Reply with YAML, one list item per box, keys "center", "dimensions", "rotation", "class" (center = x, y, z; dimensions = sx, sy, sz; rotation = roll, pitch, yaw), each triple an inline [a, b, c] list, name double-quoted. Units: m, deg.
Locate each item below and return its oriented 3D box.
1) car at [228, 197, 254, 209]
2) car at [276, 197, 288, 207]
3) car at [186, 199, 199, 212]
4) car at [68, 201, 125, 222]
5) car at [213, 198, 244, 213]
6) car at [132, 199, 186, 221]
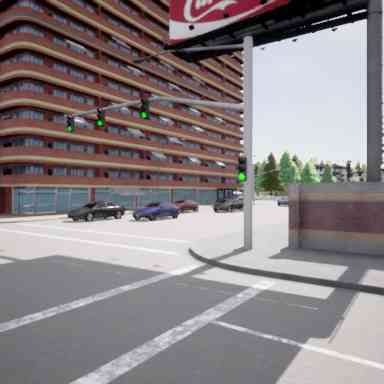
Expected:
- center: [7.059, 1.522, 47.376]
  dimensions: [1.812, 1.442, 4.674]
  rotation: [0, 0, 35]
  class: "car"
- center: [14.931, 1.522, 52.350]
  dimensions: [1.812, 1.442, 4.674]
  rotation: [0, 0, 36]
  class: "car"
- center: [-0.999, 1.522, 35.976]
  dimensions: [1.812, 1.442, 4.674]
  rotation: [0, 0, 35]
  class: "car"
- center: [-7.553, 1.501, 26.713]
  dimensions: [1.837, 1.490, 4.892]
  rotation: [0, 0, 35]
  class: "car"
- center: [4.166, 1.502, 37.241]
  dimensions: [1.837, 1.490, 4.892]
  rotation: [0, 0, 35]
  class: "car"
- center: [-2.806, 1.522, 27.333]
  dimensions: [1.812, 1.442, 4.674]
  rotation: [0, 0, 35]
  class: "car"
